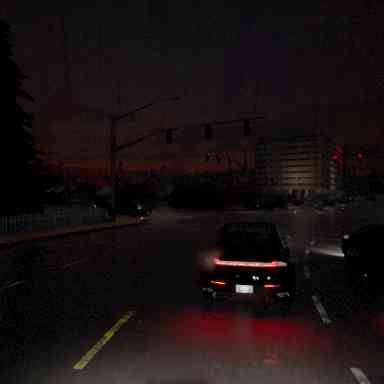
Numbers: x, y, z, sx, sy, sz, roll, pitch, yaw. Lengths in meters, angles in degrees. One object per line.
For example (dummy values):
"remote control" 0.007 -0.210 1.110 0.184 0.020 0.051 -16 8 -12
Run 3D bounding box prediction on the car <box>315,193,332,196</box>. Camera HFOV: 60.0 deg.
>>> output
"car" 24.388 1.223 62.863 2.150 2.045 5.566 0 0 32

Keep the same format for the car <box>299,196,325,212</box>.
"car" 14.375 1.529 39.685 1.812 1.442 4.674 0 0 28

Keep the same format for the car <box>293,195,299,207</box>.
"car" 17.076 1.525 51.107 1.812 1.442 4.674 0 0 32

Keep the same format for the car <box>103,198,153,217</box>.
"car" -5.962 1.407 32.022 4.553 1.767 2.097 0 0 32

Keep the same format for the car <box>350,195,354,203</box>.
"car" 32.118 1.355 68.721 2.097 1.767 4.553 0 0 32

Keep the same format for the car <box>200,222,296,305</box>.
"car" 1.436 1.492 8.223 2.128 1.511 4.902 0 0 12

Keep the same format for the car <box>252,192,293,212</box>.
"car" 9.588 1.239 40.409 2.150 2.045 5.566 1 1 44

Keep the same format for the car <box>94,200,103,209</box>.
"car" -9.057 1.547 38.087 4.902 1.511 2.128 0 0 32

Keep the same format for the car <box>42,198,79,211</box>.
"car" -17.098 1.533 43.116 5.008 1.535 1.882 0 0 32

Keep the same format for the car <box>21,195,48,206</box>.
"car" -27.523 1.408 58.116 4.553 1.767 2.097 0 0 32

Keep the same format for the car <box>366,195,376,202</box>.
"car" 42.727 1.525 79.294 2.128 1.511 4.902 0 0 32

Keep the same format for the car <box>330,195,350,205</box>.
"car" 26.743 1.601 60.044 1.895 1.301 4.718 0 0 32

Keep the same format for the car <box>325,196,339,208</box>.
"car" 20.056 1.601 49.276 1.895 1.301 4.718 0 0 32

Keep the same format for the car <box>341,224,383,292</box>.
"car" 5.188 1.547 8.593 2.033 1.411 5.357 0 0 16

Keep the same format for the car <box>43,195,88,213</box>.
"car" -14.090 1.277 37.100 5.566 2.045 2.150 0 0 32

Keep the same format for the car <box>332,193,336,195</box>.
"car" 29.961 1.225 71.894 2.150 2.045 5.566 0 0 32
